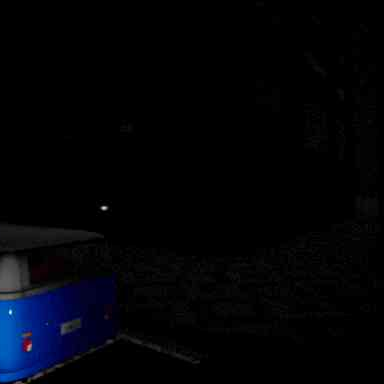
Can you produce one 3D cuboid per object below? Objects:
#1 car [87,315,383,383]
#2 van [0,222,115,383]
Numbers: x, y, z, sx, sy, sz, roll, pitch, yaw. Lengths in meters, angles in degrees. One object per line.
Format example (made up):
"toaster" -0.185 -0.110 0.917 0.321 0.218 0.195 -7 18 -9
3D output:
"car" 1.632 1.562 1.795 4.313 1.339 1.947 -1 0 36
"van" -2.959 1.395 5.075 3.998 1.788 1.690 -1 0 36
